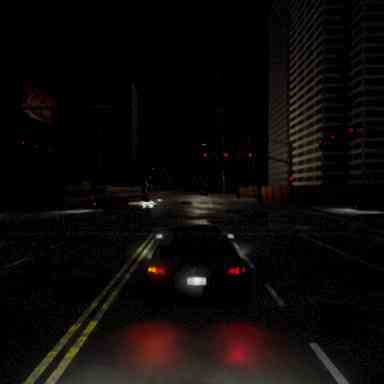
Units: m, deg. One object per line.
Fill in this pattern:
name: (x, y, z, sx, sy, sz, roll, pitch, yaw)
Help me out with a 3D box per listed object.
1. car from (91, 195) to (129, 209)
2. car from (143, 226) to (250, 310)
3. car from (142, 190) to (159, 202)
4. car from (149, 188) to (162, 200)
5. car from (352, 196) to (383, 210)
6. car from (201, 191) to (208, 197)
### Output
car: (-9.166, 1.048, 37.518, 2.128, 1.511, 4.902, 1, 1, 28)
car: (0.076, 1.471, 7.701, 1.994, 1.385, 4.181, 0, 1, 0)
car: (-7.205, 0.834, 55.623, 2.128, 1.511, 4.902, 0, 1, 0)
car: (-7.189, 0.427, 66.852, 2.150, 2.045, 5.566, 0, 1, 0)
car: (19.626, 1.140, 34.486, 5.357, 1.411, 2.033, 0, 1, 0)
car: (3.268, 0.491, 87.534, 2.128, 1.511, 4.902, 0, 1, 0)
